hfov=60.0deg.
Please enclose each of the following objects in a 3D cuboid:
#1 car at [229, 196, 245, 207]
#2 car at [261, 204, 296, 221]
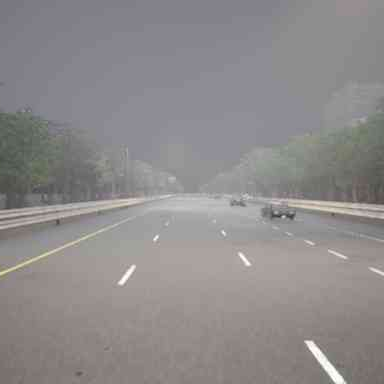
[{"bbox_3d":[7.054,1.393,52.739,2.097,1.767,4.553,0,0,0],"label":"car"},{"bbox_3d":[7.000,1.612,27.561,1.895,1.301,4.718,0,0,0],"label":"car"}]
